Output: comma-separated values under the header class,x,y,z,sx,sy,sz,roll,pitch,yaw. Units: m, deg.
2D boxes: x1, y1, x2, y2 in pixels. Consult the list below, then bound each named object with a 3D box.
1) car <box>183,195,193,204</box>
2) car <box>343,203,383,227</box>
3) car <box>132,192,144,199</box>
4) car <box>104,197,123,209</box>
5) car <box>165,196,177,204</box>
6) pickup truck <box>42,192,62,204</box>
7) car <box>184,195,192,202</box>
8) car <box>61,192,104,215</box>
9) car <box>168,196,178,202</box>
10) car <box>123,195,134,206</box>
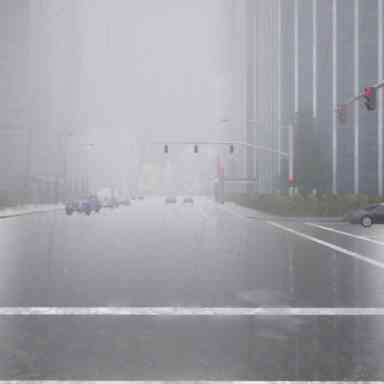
class,x,y,z,sx,sy,sz,roll,pitch,yaw
car,-0.766,1.526,65.381,1.812,1.442,4.674,0,0,0
car,12.626,1.505,22.122,4.892,1.490,1.837,0,0,0
car,-11.306,0.922,69.944,2.150,2.045,5.566,0,0,0
car,-11.176,1.492,44.662,2.128,1.511,4.902,0,0,0
car,-4.163,1.601,65.041,1.895,1.301,4.718,0,0,0
pickup truck,-24.342,1.059,60.073,2.390,2.098,6.274,0,0,30
car,-0.854,1.387,75.632,1.882,1.535,5.008,0,0,0
car,-11.101,1.221,34.272,2.150,2.045,5.566,0,0,0
car,-4.350,1.540,75.301,2.033,1.411,5.357,0,0,0
car,-11.247,1.526,54.364,1.812,1.442,4.674,0,0,0
